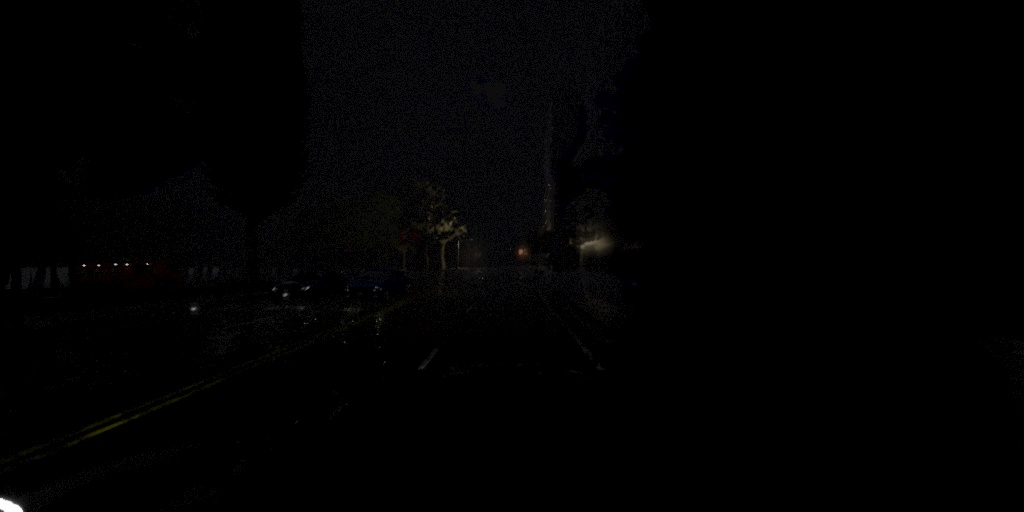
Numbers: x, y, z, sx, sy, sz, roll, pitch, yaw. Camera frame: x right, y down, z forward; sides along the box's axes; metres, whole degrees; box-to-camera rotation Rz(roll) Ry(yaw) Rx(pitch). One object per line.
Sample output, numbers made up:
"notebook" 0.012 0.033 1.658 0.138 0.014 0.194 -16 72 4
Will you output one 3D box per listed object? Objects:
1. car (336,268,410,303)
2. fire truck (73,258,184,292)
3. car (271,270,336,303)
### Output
"car" -6.612 1.402 18.080 1.882 1.535 5.008 0 -1 0
"fire truck" -43.485 2.181 41.115 2.891 3.827 8.468 -1 0 45
"car" -9.862 1.449 17.986 1.812 1.442 4.674 0 -1 0
